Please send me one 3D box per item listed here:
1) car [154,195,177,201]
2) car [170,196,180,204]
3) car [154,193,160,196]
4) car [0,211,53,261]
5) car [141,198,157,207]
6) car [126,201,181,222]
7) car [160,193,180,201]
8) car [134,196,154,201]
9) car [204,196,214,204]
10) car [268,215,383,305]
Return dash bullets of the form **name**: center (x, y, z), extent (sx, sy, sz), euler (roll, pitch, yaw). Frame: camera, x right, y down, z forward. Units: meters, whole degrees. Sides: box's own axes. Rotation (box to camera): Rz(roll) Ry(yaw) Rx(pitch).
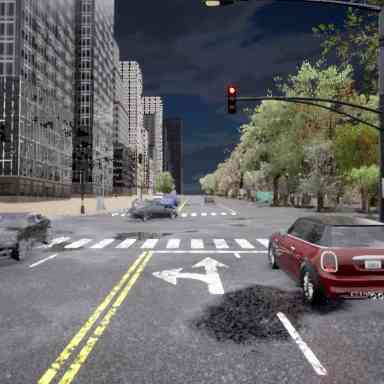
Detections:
- **car**: center (-3.375, 1.506, 42.543), extent (1.882, 1.535, 5.008), euler (0, 0, 0)
- **car**: center (-3.322, 1.570, 66.129), extent (1.812, 1.442, 4.674), euler (0, 0, 0)
- **car**: center (-6.564, 1.264, 66.122), extent (2.150, 2.045, 5.566), euler (0, 0, 1)
- **car**: center (-6.589, 1.486, 12.222), extent (2.128, 1.511, 4.902), euler (-1, 1, -8)
- **car**: center (-6.625, 1.635, 51.969), extent (1.895, 1.301, 4.718), euler (0, 0, 0)
- **car**: center (-3.331, 1.685, 27.879), extent (4.674, 1.442, 1.812), euler (2, -1, -44)
- **car**: center (-3.374, 1.254, 52.487), extent (2.150, 2.045, 5.566), euler (0, 0, 0)
- **car**: center (-6.623, 1.520, 42.700), extent (2.128, 1.511, 4.902), euler (0, 0, 0)
- **car**: center (3.341, 1.480, 65.720), extent (2.128, 1.511, 4.902), euler (2, 0, 0)
- **car**: center (3.341, 1.350, 8.265), extent (2.097, 1.767, 4.553), euler (-1, 0, 0)
